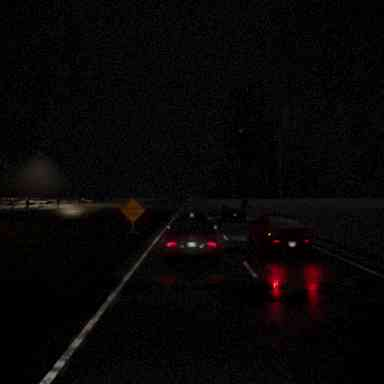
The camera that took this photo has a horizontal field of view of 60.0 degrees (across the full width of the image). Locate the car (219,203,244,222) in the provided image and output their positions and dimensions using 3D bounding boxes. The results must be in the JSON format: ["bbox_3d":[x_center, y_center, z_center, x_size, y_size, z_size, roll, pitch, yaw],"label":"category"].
[{"bbox_3d":[3.508,1.738,29.267,1.882,1.535,5.008,0,0,0],"label":"car"}]

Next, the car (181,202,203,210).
[{"bbox_3d":[0.003,1.815,28.497,1.994,1.385,4.181,0,-1,0],"label":"car"}]

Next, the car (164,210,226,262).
[{"bbox_3d":[0.000,1.645,12.527,2.033,1.411,5.357,0,0,0],"label":"car"}]

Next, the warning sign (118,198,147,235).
[{"bbox_3d":[-3.068,1.247,17.276,1.300,1.860,1.060,0,-1,0],"label":"warning sign"}]

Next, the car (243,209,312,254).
[{"bbox_3d":[3.512,1.632,13.903,1.812,1.442,4.674,0,0,0],"label":"car"}]
